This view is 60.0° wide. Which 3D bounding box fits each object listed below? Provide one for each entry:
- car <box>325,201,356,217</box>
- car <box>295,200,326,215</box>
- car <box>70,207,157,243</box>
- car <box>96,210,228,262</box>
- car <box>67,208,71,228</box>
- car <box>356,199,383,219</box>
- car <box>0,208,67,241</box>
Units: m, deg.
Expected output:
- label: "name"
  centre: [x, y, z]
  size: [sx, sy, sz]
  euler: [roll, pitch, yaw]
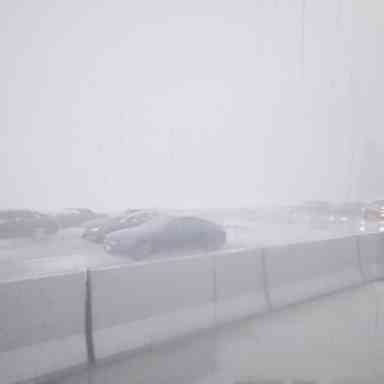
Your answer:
- label: "car"
  centre: [15.623, 1.619, 32.208]
  size: [5.357, 1.411, 2.033]
  euler: [0, 0, -35]
- label: "car"
  centre: [12.710, 1.576, 34.442]
  size: [4.892, 1.490, 1.837]
  euler: [1, 0, -35]
- label: "car"
  centre: [-2.582, 1.506, 15.043]
  size: [4.902, 1.511, 2.128]
  euler: [0, 0, -35]
- label: "car"
  centre: [-0.785, 1.539, 12.026]
  size: [4.674, 1.442, 1.812]
  euler: [0, 0, -35]
- label: "car"
  centre: [-7.409, 1.612, 20.199]
  size: [4.718, 1.301, 1.895]
  euler: [0, 0, -35]
- label: "car"
  centre: [16.500, 1.420, 28.550]
  size: [4.553, 1.767, 2.097]
  euler: [0, 0, -35]
- label: "car"
  centre: [-8.583, 1.509, 15.066]
  size: [4.892, 1.490, 1.837]
  euler: [1, 0, -35]
